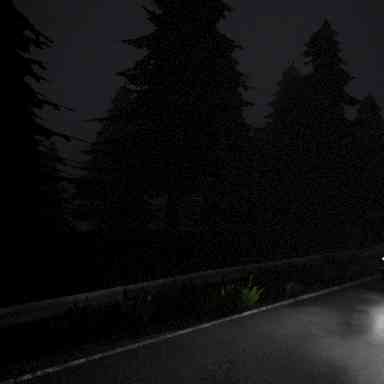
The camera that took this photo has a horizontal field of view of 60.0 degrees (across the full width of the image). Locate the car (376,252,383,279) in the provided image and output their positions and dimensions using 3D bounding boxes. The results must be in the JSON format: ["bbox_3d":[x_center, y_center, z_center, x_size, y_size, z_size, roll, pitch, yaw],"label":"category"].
[{"bbox_3d":[6.582,1.615,8.213,4.718,1.301,1.895,0,0,-35],"label":"car"}]
